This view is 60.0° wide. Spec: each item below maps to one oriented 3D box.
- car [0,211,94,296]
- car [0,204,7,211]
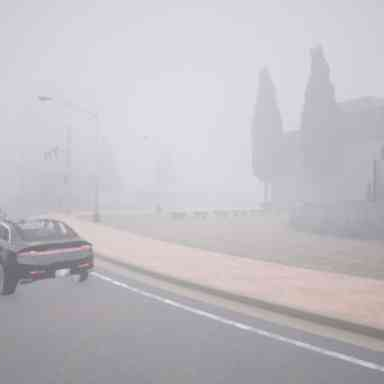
[{"bbox_3d":[-4.254,1.430,8.618,2.128,1.511,4.902,0,0,-42],"label":"car"},{"bbox_3d":[-11.639,1.347,18.863,2.128,1.511,4.902,0,0,-34],"label":"car"}]
